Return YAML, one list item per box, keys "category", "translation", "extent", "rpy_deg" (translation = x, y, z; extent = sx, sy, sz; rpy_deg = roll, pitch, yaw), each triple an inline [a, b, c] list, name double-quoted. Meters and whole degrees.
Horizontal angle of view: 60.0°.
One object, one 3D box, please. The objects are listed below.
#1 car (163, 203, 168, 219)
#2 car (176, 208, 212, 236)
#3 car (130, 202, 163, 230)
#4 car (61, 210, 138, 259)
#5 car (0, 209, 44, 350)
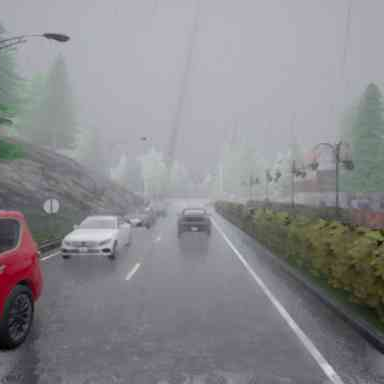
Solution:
- category: "car"
  translation: [-3.509, 1.813, 33.829]
  extent: [1.882, 1.535, 5.008]
  rpy_deg: [0, -1, 1]
- category: "car"
  translation: [0.129, 1.700, 19.673]
  extent: [1.837, 1.490, 4.892]
  rpy_deg: [0, -1, 0]
- category: "car"
  translation: [-3.536, 1.722, 23.140]
  extent: [2.128, 1.511, 4.902]
  rpy_deg: [0, -1, 1]
- category: "car"
  translation: [-3.570, 1.658, 13.250]
  extent: [1.812, 1.442, 4.674]
  rpy_deg: [0, -1, 0]
- category: "car"
  translation: [-3.595, 1.256, 3.425]
  extent: [2.150, 2.045, 5.566]
  rpy_deg: [0, -1, 0]
